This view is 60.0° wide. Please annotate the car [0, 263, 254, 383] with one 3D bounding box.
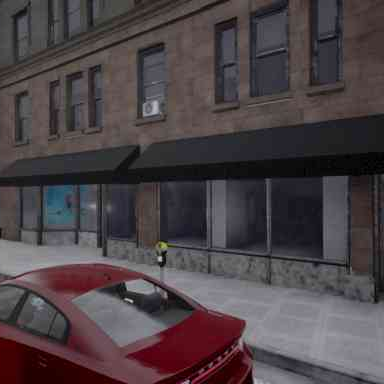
[{"bbox_3d":[-1.519,1.545,3.932,4.507,1.381,1.887,0,0,35],"label":"car"}]
